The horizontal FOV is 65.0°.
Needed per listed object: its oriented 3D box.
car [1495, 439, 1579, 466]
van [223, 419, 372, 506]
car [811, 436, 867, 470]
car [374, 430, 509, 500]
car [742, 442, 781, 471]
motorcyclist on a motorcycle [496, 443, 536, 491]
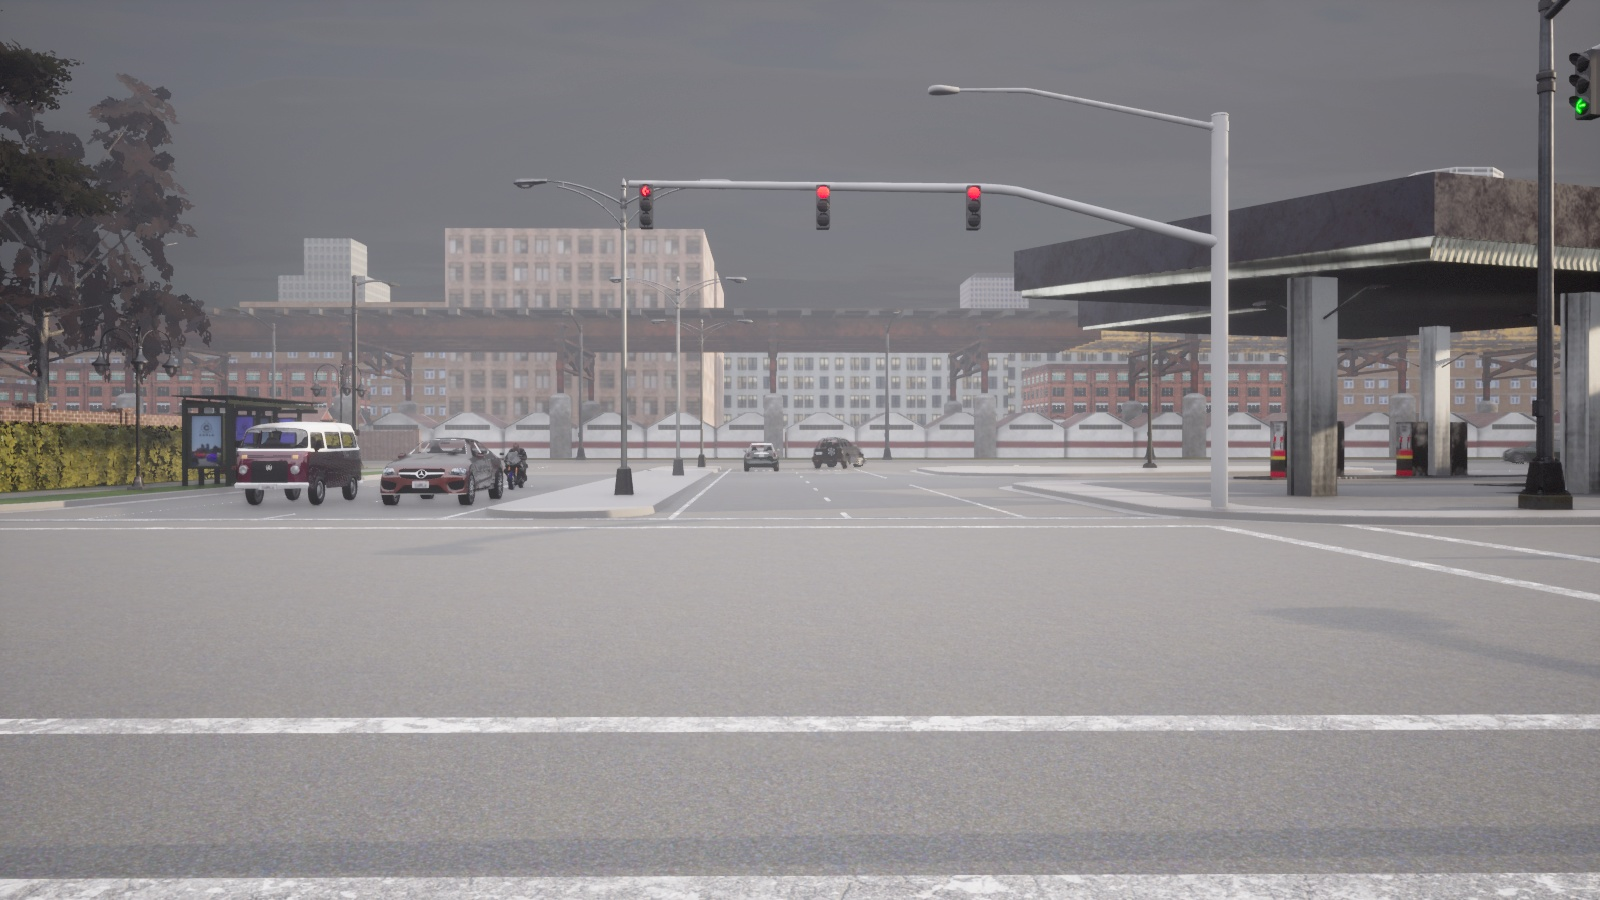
[{"bbox_3d":[49.187,0.171,83.921,4.553,1.767,2.097,0,1,22],"label":"car"},{"bbox_3d":[-12.501,0.282,31.579,2.069,2.038,4.480,0,0,-2],"label":"van"},{"bbox_3d":[2.305,0.152,73.188,1.932,1.855,4.605,-1,0,19],"label":"car"},{"bbox_3d":[-9.015,0.337,32.078,2.152,1.651,5.027,0,0,-2],"label":"car"},{"bbox_3d":[-2.051,0.333,66.845,1.970,1.475,3.806,0,0,-2],"label":"car"},{"bbox_3d":[-9.259,0.543,41.008,0.866,1.530,2.191,0,0,-2],"label":"motorcyclist on a motorcycle"}]
